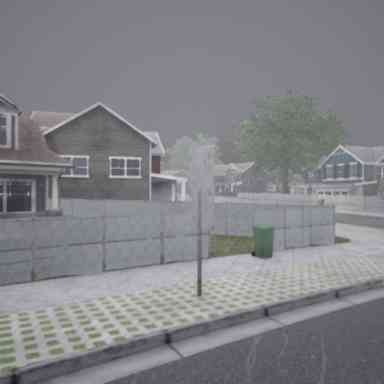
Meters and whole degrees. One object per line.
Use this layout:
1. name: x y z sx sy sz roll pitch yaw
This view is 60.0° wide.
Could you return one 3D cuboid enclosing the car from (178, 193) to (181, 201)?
1. car: -1.755 0.951 56.084 2.033 1.411 5.357 0 1 -26
